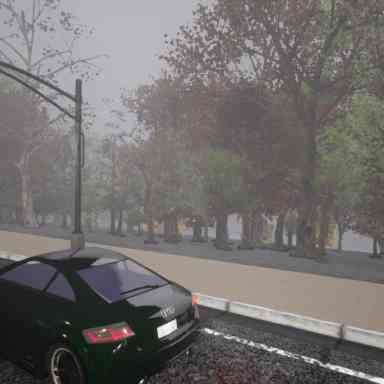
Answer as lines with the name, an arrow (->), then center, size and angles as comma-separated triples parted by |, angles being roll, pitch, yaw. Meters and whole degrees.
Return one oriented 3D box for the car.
car -> -1.915, 1.563, 5.055 | 4.181, 1.385, 1.994 | 0, 0, 36
